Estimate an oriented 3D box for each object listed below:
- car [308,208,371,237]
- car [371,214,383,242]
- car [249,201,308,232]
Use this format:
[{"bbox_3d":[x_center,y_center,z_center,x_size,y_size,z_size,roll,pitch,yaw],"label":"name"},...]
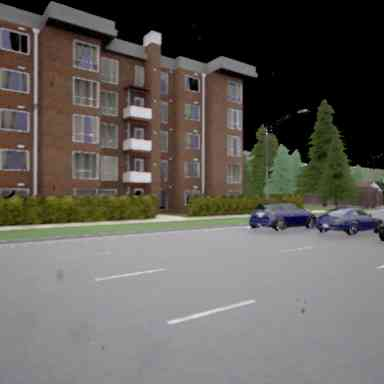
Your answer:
[{"bbox_3d":[8.834,1.603,18.646,4.674,1.442,1.812,0,0,-35],"label":"car"},{"bbox_3d":[10.600,1.640,15.606,4.181,1.385,1.994,0,0,-35],"label":"car"},{"bbox_3d":[5.742,1.424,20.792,4.553,1.767,2.097,0,0,-36],"label":"car"}]
